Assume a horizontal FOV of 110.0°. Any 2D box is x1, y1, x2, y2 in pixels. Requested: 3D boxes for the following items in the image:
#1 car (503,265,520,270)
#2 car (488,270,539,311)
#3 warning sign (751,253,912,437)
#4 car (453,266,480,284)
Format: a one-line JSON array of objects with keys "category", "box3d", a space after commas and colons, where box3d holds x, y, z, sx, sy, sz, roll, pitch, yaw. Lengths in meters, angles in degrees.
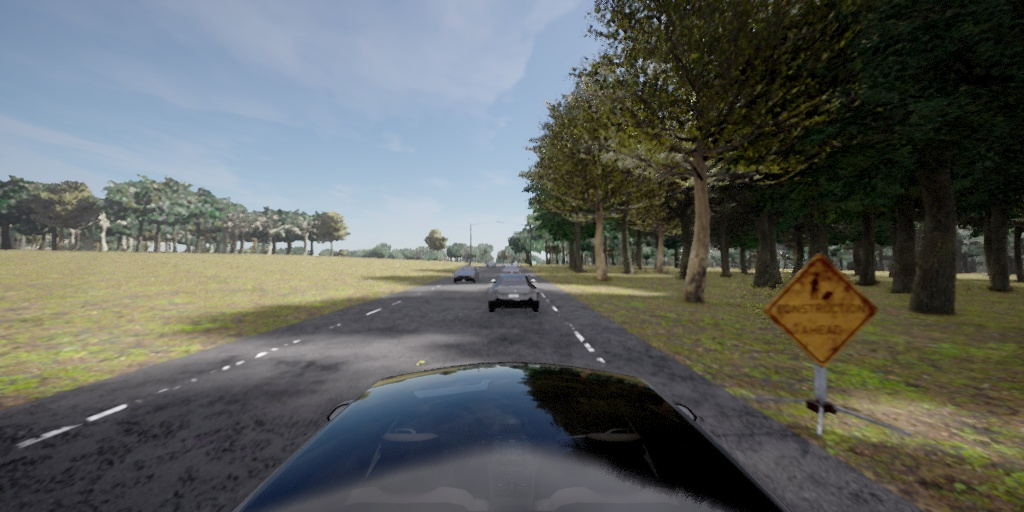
[{"category": "car", "box3d": [-0.024, 1.538, 32.626, 2.033, 1.411, 5.357, 0, 0, 0]}, {"category": "car", "box3d": [0.066, 1.450, 15.173, 1.994, 1.385, 4.181, 0, 0, 0]}, {"category": "warning sign", "box3d": [3.550, 0.897, 4.118, 1.300, 1.860, 1.060, 0, 0, 0]}, {"category": "car", "box3d": [-3.703, 1.524, 30.122, 2.033, 1.411, 5.357, 0, 0, 0]}]
